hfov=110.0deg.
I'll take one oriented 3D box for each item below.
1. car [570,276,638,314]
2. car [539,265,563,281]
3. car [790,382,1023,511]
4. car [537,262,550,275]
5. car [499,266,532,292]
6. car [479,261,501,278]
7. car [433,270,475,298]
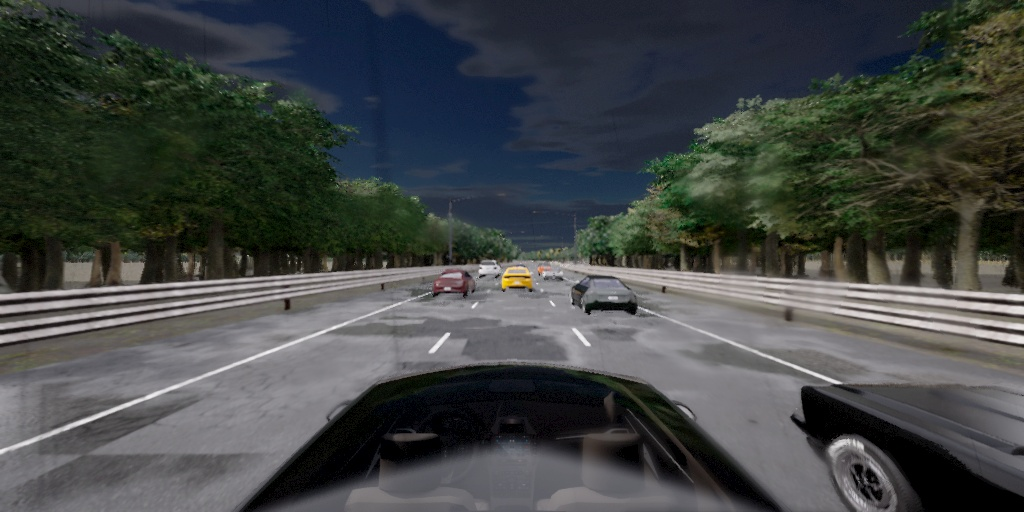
[{"bbox_3d":[3.599,1.485,14.661,1.994,1.385,4.181,0,-1,1],"label":"car"},{"bbox_3d":[4.149,1.865,37.136,1.895,1.301,4.718,0,-1,2],"label":"car"},{"bbox_3d":[3.501,1.346,1.137,1.895,1.301,4.718,0,-1,0],"label":"car"},{"bbox_3d":[4.855,1.888,52.995,2.097,1.767,4.553,0,-1,3],"label":"car"},{"bbox_3d":[0.373,1.535,24.496,1.882,1.535,5.008,0,-1,1],"label":"car"},{"bbox_3d":[-2.553,1.570,42.488,2.150,2.045,5.566,0,-1,2],"label":"car"},{"bbox_3d":[-3.210,1.520,20.429,1.812,1.442,4.674,0,-1,1],"label":"car"}]
